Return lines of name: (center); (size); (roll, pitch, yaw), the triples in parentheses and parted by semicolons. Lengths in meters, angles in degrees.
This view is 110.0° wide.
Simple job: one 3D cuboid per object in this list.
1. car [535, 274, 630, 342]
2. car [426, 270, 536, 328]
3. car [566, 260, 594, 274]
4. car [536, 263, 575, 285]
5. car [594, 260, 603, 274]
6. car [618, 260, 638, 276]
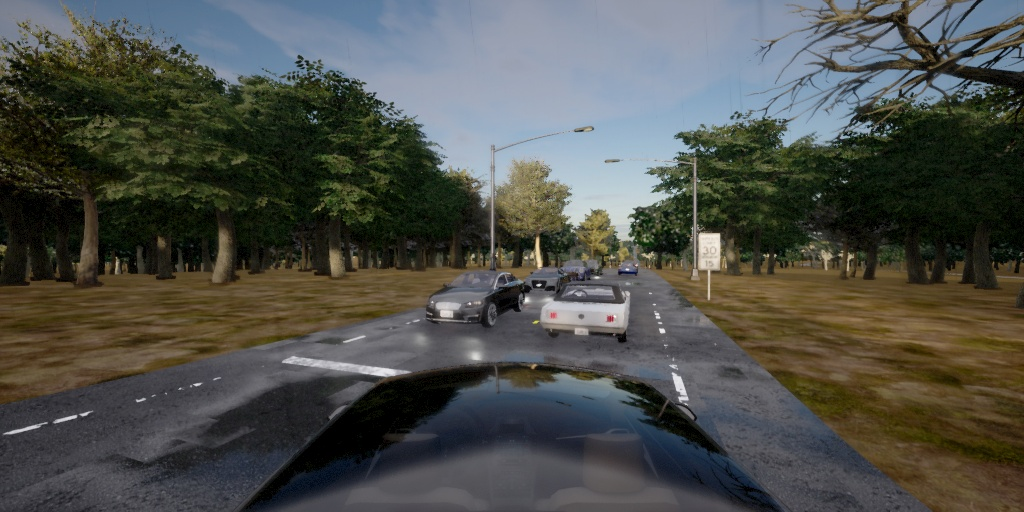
car: (2.250, 1.344, 9.843); (1.895, 1.301, 4.718); (0, 0, 19)
car: (-0.950, 1.233, 11.623); (2.128, 1.511, 4.902); (0, 0, 18)
car: (4.969, 1.094, 28.330); (2.097, 1.767, 4.553); (0, 0, 20)
car: (2.033, 1.296, 20.029); (1.994, 1.385, 4.181); (0, 0, 20)
car: (8.290, 1.165, 37.636); (2.097, 1.767, 4.553); (0, -1, 20)
car: (12.711, 1.416, 39.283); (1.994, 1.385, 4.181); (0, -1, 20)
